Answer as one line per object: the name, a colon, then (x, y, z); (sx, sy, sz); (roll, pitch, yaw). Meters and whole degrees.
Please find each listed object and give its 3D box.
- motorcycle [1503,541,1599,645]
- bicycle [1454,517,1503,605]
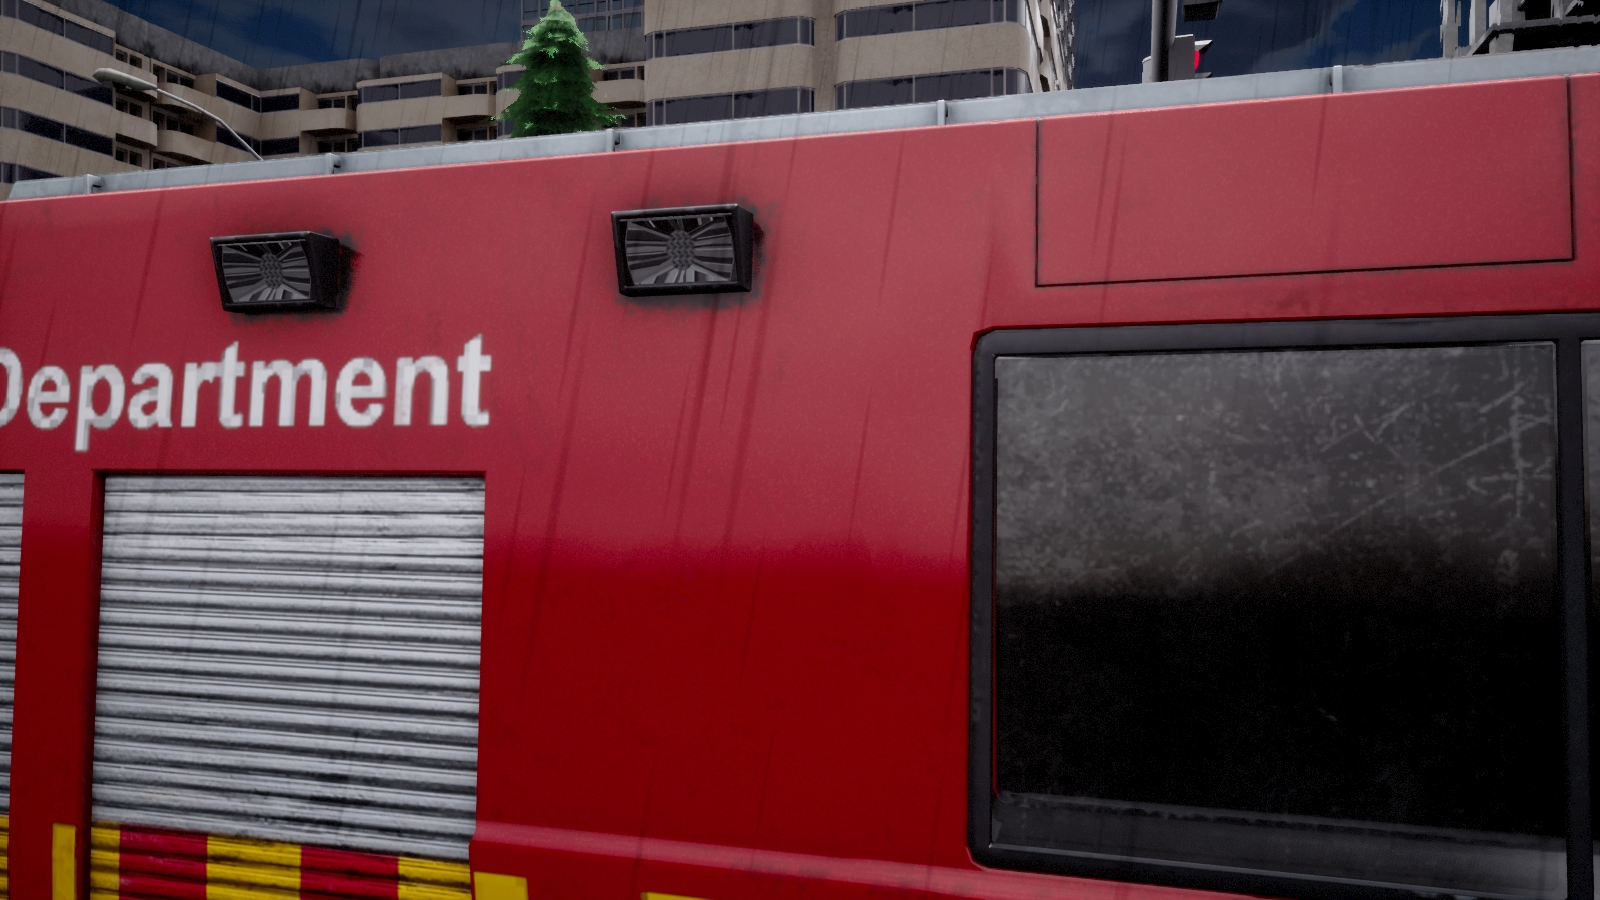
motorcycle: (11.678, 2.155, 17.664); (0.764, 1.307, 2.356); (0, 0, 16)
bicycle: (12.788, 2.060, 21.569); (0.329, 1.471, 1.835); (0, 0, 16)
